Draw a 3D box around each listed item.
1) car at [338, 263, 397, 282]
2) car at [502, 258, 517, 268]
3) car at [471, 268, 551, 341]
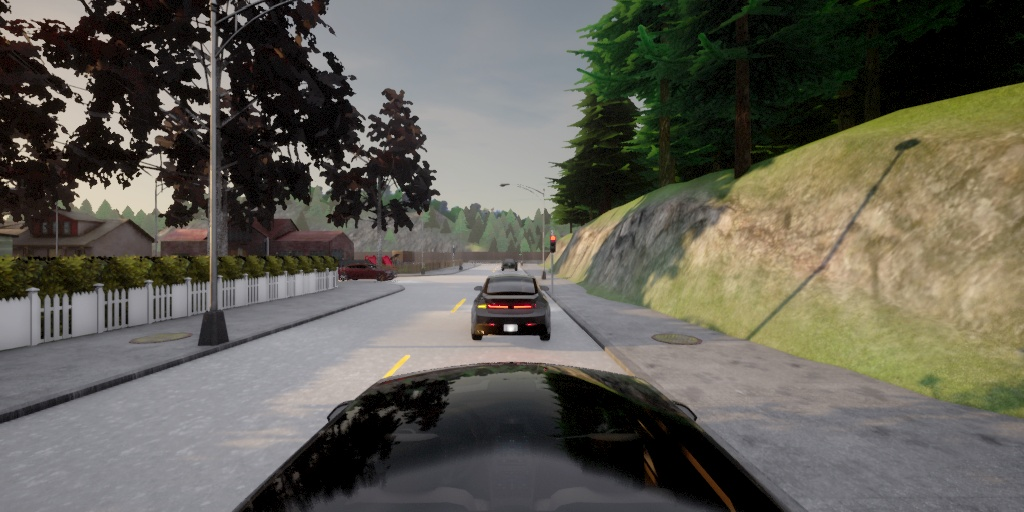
[{"bbox_3d":[-11.366,1.275,27.972,4.674,1.442,1.812,0,0,4],"label":"car"},{"bbox_3d":[-0.340,1.101,50.318,2.097,1.767,4.553,0,0,0],"label":"car"},{"bbox_3d":[-0.017,1.255,9.914,1.837,1.490,4.892,0,0,0],"label":"car"}]
